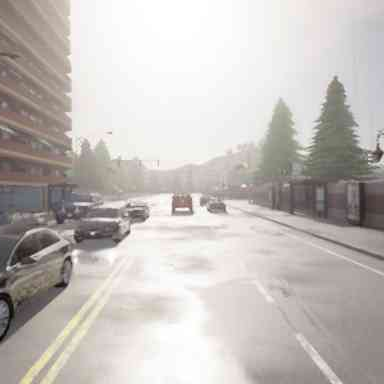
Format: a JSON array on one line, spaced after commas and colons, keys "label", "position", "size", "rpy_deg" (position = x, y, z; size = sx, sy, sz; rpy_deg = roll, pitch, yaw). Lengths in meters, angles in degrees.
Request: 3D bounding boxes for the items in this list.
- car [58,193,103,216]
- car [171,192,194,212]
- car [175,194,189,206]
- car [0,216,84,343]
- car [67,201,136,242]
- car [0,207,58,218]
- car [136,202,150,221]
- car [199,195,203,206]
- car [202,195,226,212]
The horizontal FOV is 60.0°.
[{"label": "car", "position": [-7.799, 1.088, 23.738], "size": [2.150, 2.045, 5.566], "rpy_deg": [0, 0, -1]}, {"label": "car", "position": [-0.992, 0.976, 34.435], "size": [2.150, 2.045, 5.566], "rpy_deg": [0, 1, -1]}, {"label": "car", "position": [-1.427, 1.134, 47.621], "size": [1.882, 1.535, 5.008], "rpy_deg": [0, 1, -1]}, {"label": "car", "position": [-3.760, 1.477, 6.320], "size": [1.837, 1.490, 4.892], "rpy_deg": [0, 0, -2]}, {"label": "car", "position": [-4.054, 1.410, 15.755], "size": [1.837, 1.490, 4.892], "rpy_deg": [0, 0, -2]}, {"label": "car", "position": [-7.479, 1.489, 13.238], "size": [2.033, 1.411, 5.357], "rpy_deg": [0, 0, -2]}, {"label": "car", "position": [-4.349, 1.435, 25.674], "size": [1.895, 1.301, 4.718], "rpy_deg": [0, 0, -2]}, {"label": "car", "position": [2.071, 1.117, 47.726], "size": [1.882, 1.535, 5.008], "rpy_deg": [0, 1, -1]}, {"label": "car", "position": [2.494, 1.278, 35.022], "size": [2.033, 1.411, 5.357], "rpy_deg": [0, 0, -1]}]
